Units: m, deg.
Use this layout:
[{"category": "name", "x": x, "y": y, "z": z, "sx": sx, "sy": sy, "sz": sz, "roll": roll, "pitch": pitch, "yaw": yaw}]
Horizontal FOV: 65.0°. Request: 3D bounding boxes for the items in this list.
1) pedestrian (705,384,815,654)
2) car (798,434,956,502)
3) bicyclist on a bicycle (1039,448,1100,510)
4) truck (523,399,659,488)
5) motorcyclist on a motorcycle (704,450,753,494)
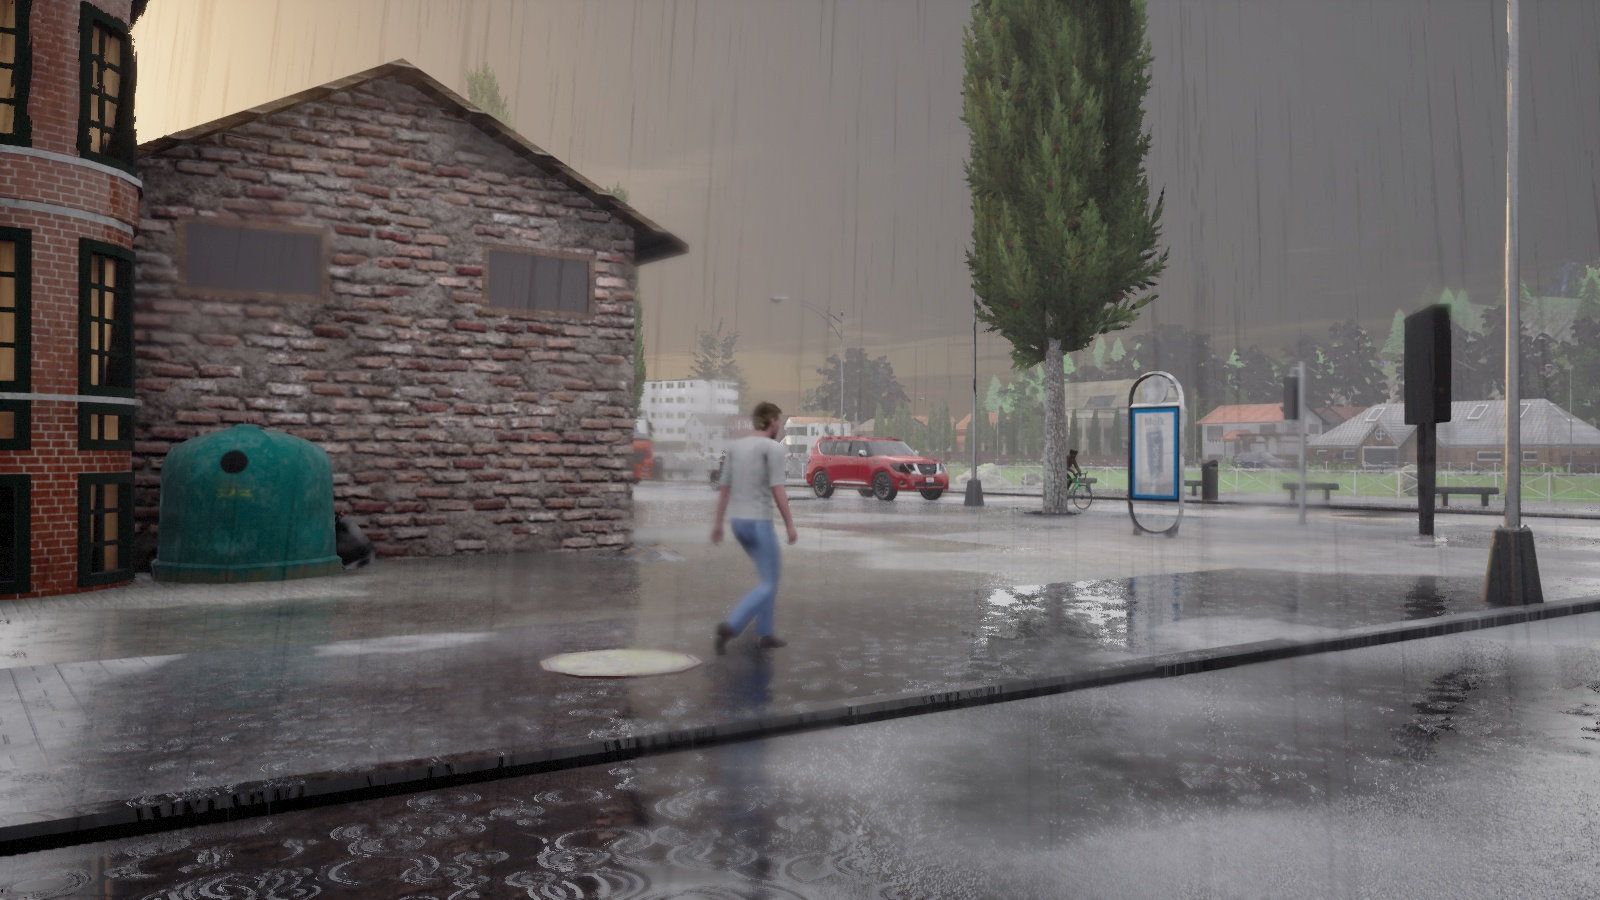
[{"category": "pedestrian", "x": -0.280, "y": 0.467, "z": 8.884, "sx": 0.706, "sy": 1.836, "sz": 0.354, "roll": 0, "pitch": 0, "yaw": -40}, {"category": "car", "x": 2.399, "y": 0.557, "z": 40.786, "sx": 2.150, "sy": 2.045, "sz": 5.566, "roll": 0, "pitch": 0, "yaw": -35}, {"category": "bicyclist on a bicycle", "x": 7.248, "y": 0.763, "z": 33.830, "sx": 0.582, "sy": 1.620, "sz": 1.656, "roll": 0, "pitch": 0, "yaw": -35}, {"category": "truck", "x": -9.853, "y": -0.258, "z": 58.352, "sx": 2.891, "sy": 3.827, "sz": 8.468, "roll": 0, "pitch": 0, "yaw": -35}, {"category": "motorcyclist on a motorcycle", "x": -2.770, "y": 0.817, "z": 48.196, "sx": 0.766, "sy": 1.649, "sz": 2.350, "roll": 0, "pitch": 0, "yaw": -35}]
